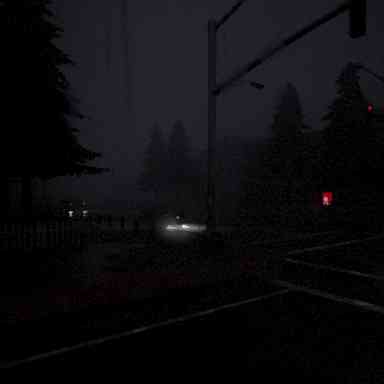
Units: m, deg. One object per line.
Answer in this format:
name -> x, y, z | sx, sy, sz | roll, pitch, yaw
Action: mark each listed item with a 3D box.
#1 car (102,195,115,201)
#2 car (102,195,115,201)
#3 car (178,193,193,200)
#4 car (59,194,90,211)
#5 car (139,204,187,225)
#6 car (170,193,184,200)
car -> -18.808, 1.385, 75.218 | 1.845, 1.501, 3.633 | 0, 0, -37
car -> -20.859, 1.395, 82.947 | 1.970, 1.475, 3.806 | 0, 0, -37
car -> -1.753, 1.085, 88.295 | 1.905, 1.878, 3.866 | 0, 0, -37
car -> -14.736, 1.363, 41.071 | 2.097, 1.767, 4.553 | 0, 0, -37
car -> -2.164, 1.577, 24.419 | 1.994, 1.385, 4.181 | 0, 0, -37
car -> -3.835, 1.106, 86.226 | 1.932, 1.855, 4.605 | 0, 0, -37
